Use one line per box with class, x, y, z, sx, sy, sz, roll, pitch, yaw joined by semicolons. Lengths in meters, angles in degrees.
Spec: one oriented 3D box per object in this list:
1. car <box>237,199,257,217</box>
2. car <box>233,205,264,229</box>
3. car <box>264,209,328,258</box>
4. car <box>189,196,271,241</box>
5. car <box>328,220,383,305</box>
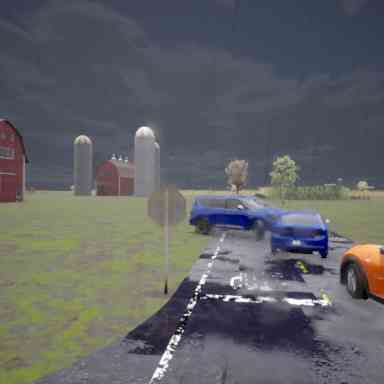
car;5.439;1.502;33.032;1.837;1.490;4.892;0;0;9
car;3.811;1.601;22.721;1.895;1.301;4.718;0;0;9
car;4.290;1.481;13.035;1.882;1.535;5.008;1;1;22
car;2.365;1.222;17.256;5.566;2.045;2.150;0;-1;39
car;4.507;1.357;5.636;2.097;1.767;4.553;0;0;-6
